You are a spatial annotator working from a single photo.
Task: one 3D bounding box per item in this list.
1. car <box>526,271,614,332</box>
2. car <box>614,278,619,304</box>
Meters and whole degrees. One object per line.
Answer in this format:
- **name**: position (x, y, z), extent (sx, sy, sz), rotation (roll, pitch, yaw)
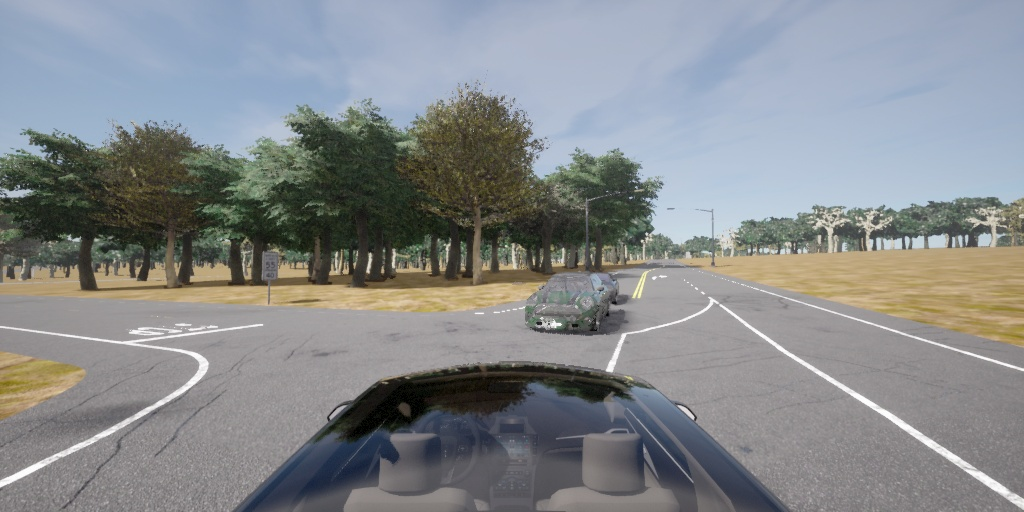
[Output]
- **car**: position (2.037, 1.343, 12.075), extent (2.097, 1.767, 4.553), rotation (-1, -1, 21)
- **car**: position (4.236, 1.508, 17.800), extent (1.994, 1.385, 4.181), rotation (-1, 0, 19)
